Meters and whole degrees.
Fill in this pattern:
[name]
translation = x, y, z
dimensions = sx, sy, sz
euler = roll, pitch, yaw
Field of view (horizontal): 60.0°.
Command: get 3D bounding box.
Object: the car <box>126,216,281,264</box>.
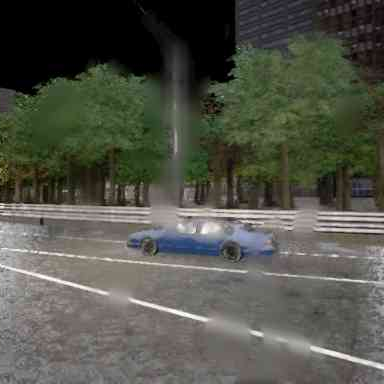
[car]
translation = 0.357, 1.571, 11.810
dimensions = 5.357, 1.411, 2.033
euler = 0, 0, 22
